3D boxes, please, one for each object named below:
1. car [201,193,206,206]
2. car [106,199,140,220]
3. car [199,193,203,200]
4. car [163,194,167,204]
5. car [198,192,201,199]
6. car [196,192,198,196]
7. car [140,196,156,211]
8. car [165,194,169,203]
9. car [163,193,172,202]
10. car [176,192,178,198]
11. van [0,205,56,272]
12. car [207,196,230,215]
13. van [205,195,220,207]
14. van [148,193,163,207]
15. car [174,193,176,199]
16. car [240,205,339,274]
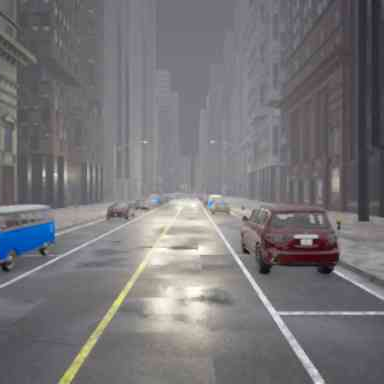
[{"bbox_3d":[2.774,1.347,49.881,1.967,1.590,4.097,0,0,0],"label":"car"},{"bbox_3d":[-5.756,1.489,27.325,1.887,1.381,4.507,0,0,0],"label":"car"},{"bbox_3d":[2.777,1.440,61.153,2.008,1.369,4.403,0,0,0],"label":"car"},{"bbox_3d":[-5.749,1.465,55.508,1.947,1.339,4.313,0,0,0],"label":"car"},{"bbox_3d":[2.780,1.312,72.425,1.967,1.590,4.097,0,0,0],"label":"car"},{"bbox_3d":[2.783,1.170,83.699,2.192,1.841,5.009,0,0,0],"label":"car"},{"bbox_3d":[-5.754,1.492,38.598,1.947,1.339,4.313,0,0,0],"label":"car"},{"bbox_3d":[-5.747,1.456,61.145,1.947,1.339,4.313,0,0,0],"label":"car"},{"bbox_3d":[-5.747,1.197,66.781,2.192,1.841,5.009,0,0,0],"label":"car"},{"bbox_3d":[-5.739,1.279,94.965,1.967,1.590,4.097,0,0,0],"label":"car"},{"bbox_3d":[-5.761,1.318,10.414,1.690,1.788,3.998,0,0,0],"label":"van"},{"bbox_3d":[2.770,1.459,33.142,1.752,1.417,4.829,0,0,0],"label":"car"},{"bbox_3d":[2.771,1.266,38.607,1.690,1.788,3.998,0,0,0],"label":"van"},{"bbox_3d":[-5.751,1.249,49.871,1.690,1.788,3.998,0,0,0],"label":"van"},{"bbox_3d":[-5.742,1.296,83.692,1.967,1.590,4.097,0,0,0],"label":"car"},{"bbox_3d":[2.764,1.291,10.426,2.192,1.841,5.009,0,0,0],"label":"car"}]
